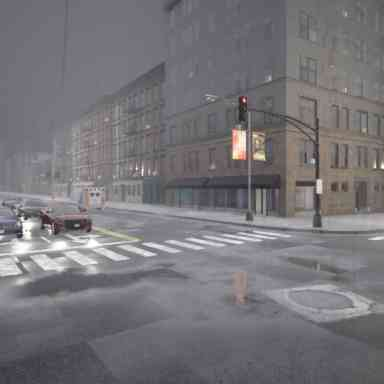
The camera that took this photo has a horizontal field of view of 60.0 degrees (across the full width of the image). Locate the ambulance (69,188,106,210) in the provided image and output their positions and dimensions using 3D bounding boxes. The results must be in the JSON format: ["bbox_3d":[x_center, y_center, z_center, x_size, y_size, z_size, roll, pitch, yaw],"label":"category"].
[{"bbox_3d":[-11.591,0.733,36.422,2.351,2.431,6.366,-1,1,-35],"label":"ambulance"}]

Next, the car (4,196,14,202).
[{"bbox_3d":[-18.820,1.238,35.282,2.128,1.511,4.902,-1,1,-35],"label":"car"}]

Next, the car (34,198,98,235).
[{"bbox_3d":[-7.095,1.363,18.431,1.882,1.535,5.008,-1,1,-35],"label":"car"}]

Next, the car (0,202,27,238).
[{"bbox_3d":[-9.617,1.446,16.402,1.812,1.442,4.674,-1,1,-35],"label":"car"}]

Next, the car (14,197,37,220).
[{"bbox_3d":[-12.352,1.331,25.978,1.837,1.490,4.892,-1,1,-35],"label":"car"}]
